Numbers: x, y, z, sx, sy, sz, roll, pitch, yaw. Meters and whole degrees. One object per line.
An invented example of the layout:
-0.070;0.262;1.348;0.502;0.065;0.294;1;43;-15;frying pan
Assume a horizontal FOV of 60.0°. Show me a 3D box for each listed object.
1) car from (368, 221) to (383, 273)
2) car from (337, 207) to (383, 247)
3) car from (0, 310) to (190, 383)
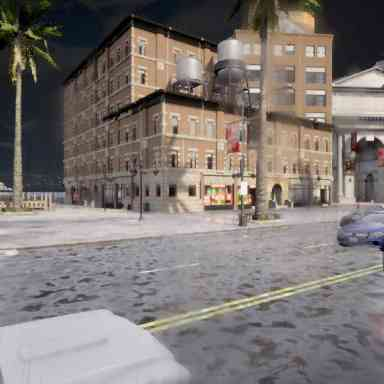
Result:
6.661;1.505;8.355;4.892;1.490;1.837;0;0;-35;car
7.964;1.525;13.765;4.674;1.442;1.812;0;0;-35;car
-2.260;1.601;2.062;4.718;1.301;1.895;0;0;-36;car
